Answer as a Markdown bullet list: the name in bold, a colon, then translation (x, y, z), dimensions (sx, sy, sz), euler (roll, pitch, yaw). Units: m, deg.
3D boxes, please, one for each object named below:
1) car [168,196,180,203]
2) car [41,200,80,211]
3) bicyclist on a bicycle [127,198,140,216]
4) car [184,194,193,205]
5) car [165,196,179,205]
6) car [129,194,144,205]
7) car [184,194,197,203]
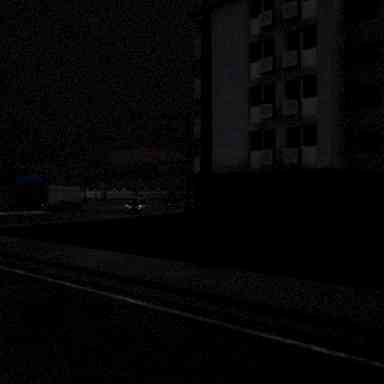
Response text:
- **car**: translation (-3.845, 1.544, 70.311), dimensions (1.994, 1.385, 4.181), euler (0, 0, -8)
- **car**: translation (-16.845, 1.712, 42.736), dimensions (1.895, 1.301, 4.718), euler (0, 0, 30)
- **bicyclist on a bicycle**: translation (-5.280, 1.356, 30.135), dimensions (1.656, 1.620, 0.582), euler (-1, 0, 36)
- **car**: translation (-0.333, 1.604, 60.627), dimensions (1.812, 1.442, 4.674), euler (0, 0, 5)
- **car**: translation (-3.792, 1.655, 61.216), dimensions (1.994, 1.385, 4.181), euler (0, 0, 5)
- **car**: translation (-10.541, 1.323, 63.797), dimensions (2.150, 2.045, 5.566), euler (0, 0, 1)
- **car**: translation (-0.303, 1.294, 70.177), dimensions (2.097, 1.767, 4.553), euler (0, 0, -8)
